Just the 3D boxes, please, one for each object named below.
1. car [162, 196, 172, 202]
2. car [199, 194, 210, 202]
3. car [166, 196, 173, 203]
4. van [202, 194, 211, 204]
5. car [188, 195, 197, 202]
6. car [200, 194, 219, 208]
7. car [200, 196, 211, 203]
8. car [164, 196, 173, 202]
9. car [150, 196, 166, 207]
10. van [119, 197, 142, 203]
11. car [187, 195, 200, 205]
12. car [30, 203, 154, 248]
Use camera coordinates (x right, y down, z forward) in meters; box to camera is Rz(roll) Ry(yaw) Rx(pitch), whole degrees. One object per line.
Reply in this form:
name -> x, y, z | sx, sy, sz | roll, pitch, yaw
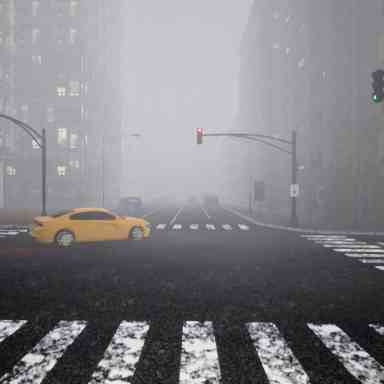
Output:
car -> -5.624, 1.555, 74.841 | 1.752, 1.417, 4.829 | 0, 0, 0
car -> 2.756, 1.345, 75.005 | 2.192, 1.841, 5.009 | 0, 0, 0
car -> -5.629, 1.466, 69.460 | 1.967, 1.590, 4.097 | 0, 0, 0
van -> 2.747, 1.363, 63.904 | 1.690, 1.788, 3.998 | 0, 0, 0
car -> 0.065, 1.376, 70.101 | 1.837, 1.490, 4.892 | 0, 0, 0
car -> 2.732, 1.327, 47.251 | 2.192, 1.841, 5.009 | 0, 0, 0
car -> 2.752, 1.577, 69.454 | 2.008, 1.369, 4.403 | 0, 0, 0
car -> -5.619, 1.586, 80.563 | 2.008, 1.369, 4.403 | 0, 0, 0
car -> -5.643, 1.540, 52.638 | 1.752, 1.417, 4.829 | 0, 0, 0
van -> -5.663, 1.345, 30.604 | 1.690, 1.788, 3.998 | 0, 0, 0
car -> 0.058, 1.620, 60.125 | 1.895, 1.301, 4.718 | 0, 0, 0
car -> -4.284, 1.421, 14.503 | 5.008, 1.535, 1.882 | 1, 1, -34
